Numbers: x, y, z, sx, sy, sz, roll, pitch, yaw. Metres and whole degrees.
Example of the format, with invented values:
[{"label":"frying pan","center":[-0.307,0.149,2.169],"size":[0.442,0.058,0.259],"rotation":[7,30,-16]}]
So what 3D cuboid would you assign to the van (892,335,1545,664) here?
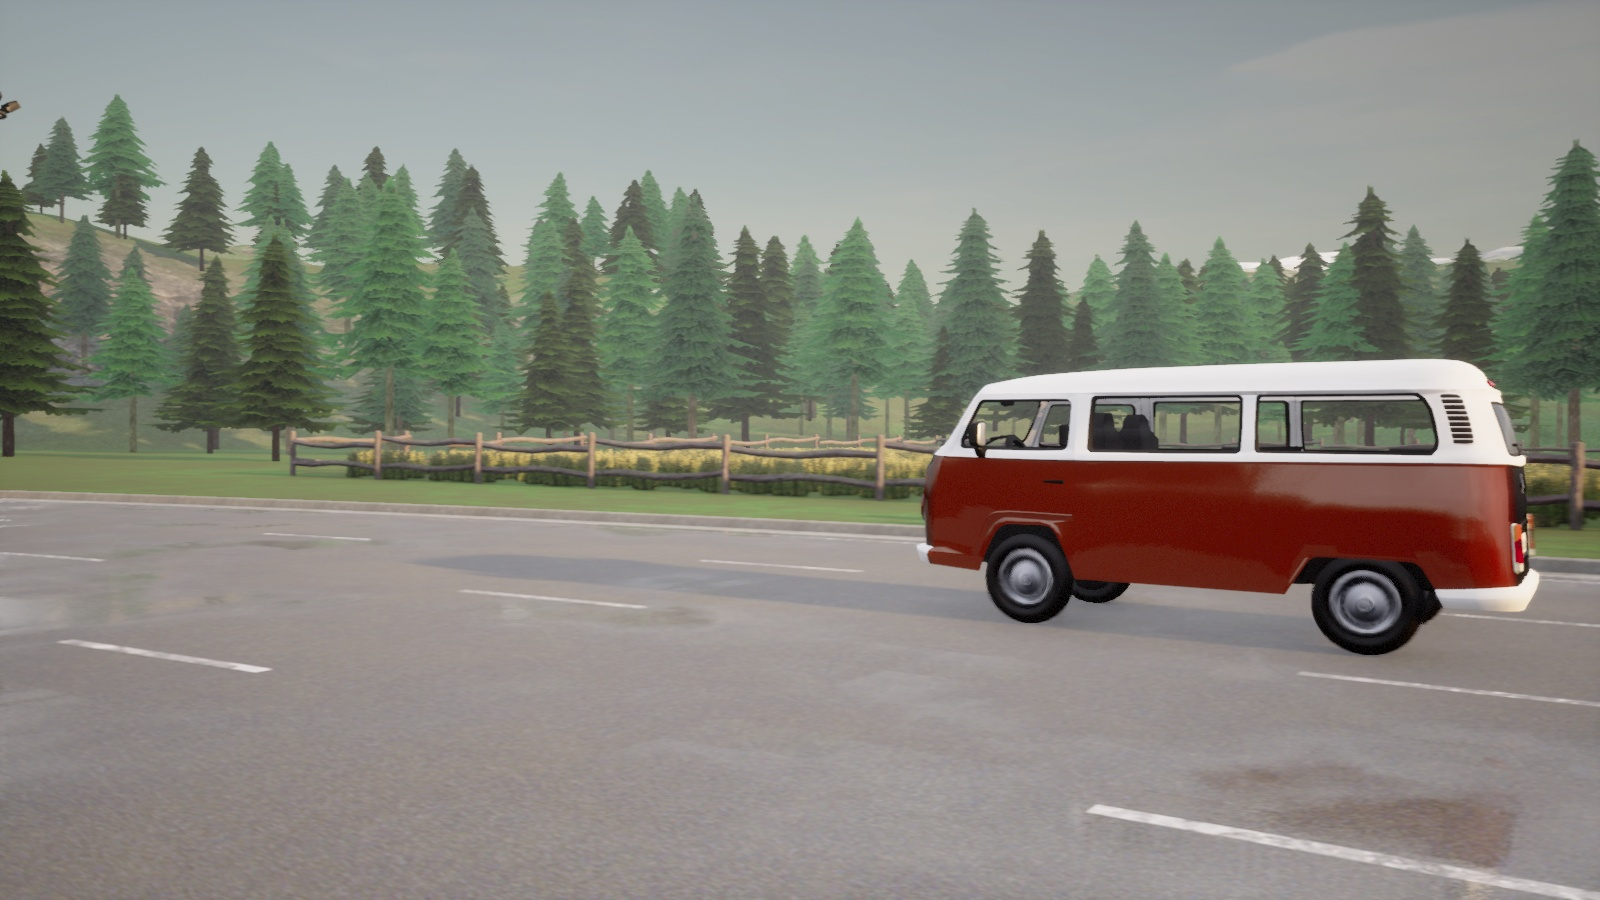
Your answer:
[{"label":"van","center":[3.198,0.292,9.854],"size":[4.480,2.038,2.069],"rotation":[0,1,33]}]
